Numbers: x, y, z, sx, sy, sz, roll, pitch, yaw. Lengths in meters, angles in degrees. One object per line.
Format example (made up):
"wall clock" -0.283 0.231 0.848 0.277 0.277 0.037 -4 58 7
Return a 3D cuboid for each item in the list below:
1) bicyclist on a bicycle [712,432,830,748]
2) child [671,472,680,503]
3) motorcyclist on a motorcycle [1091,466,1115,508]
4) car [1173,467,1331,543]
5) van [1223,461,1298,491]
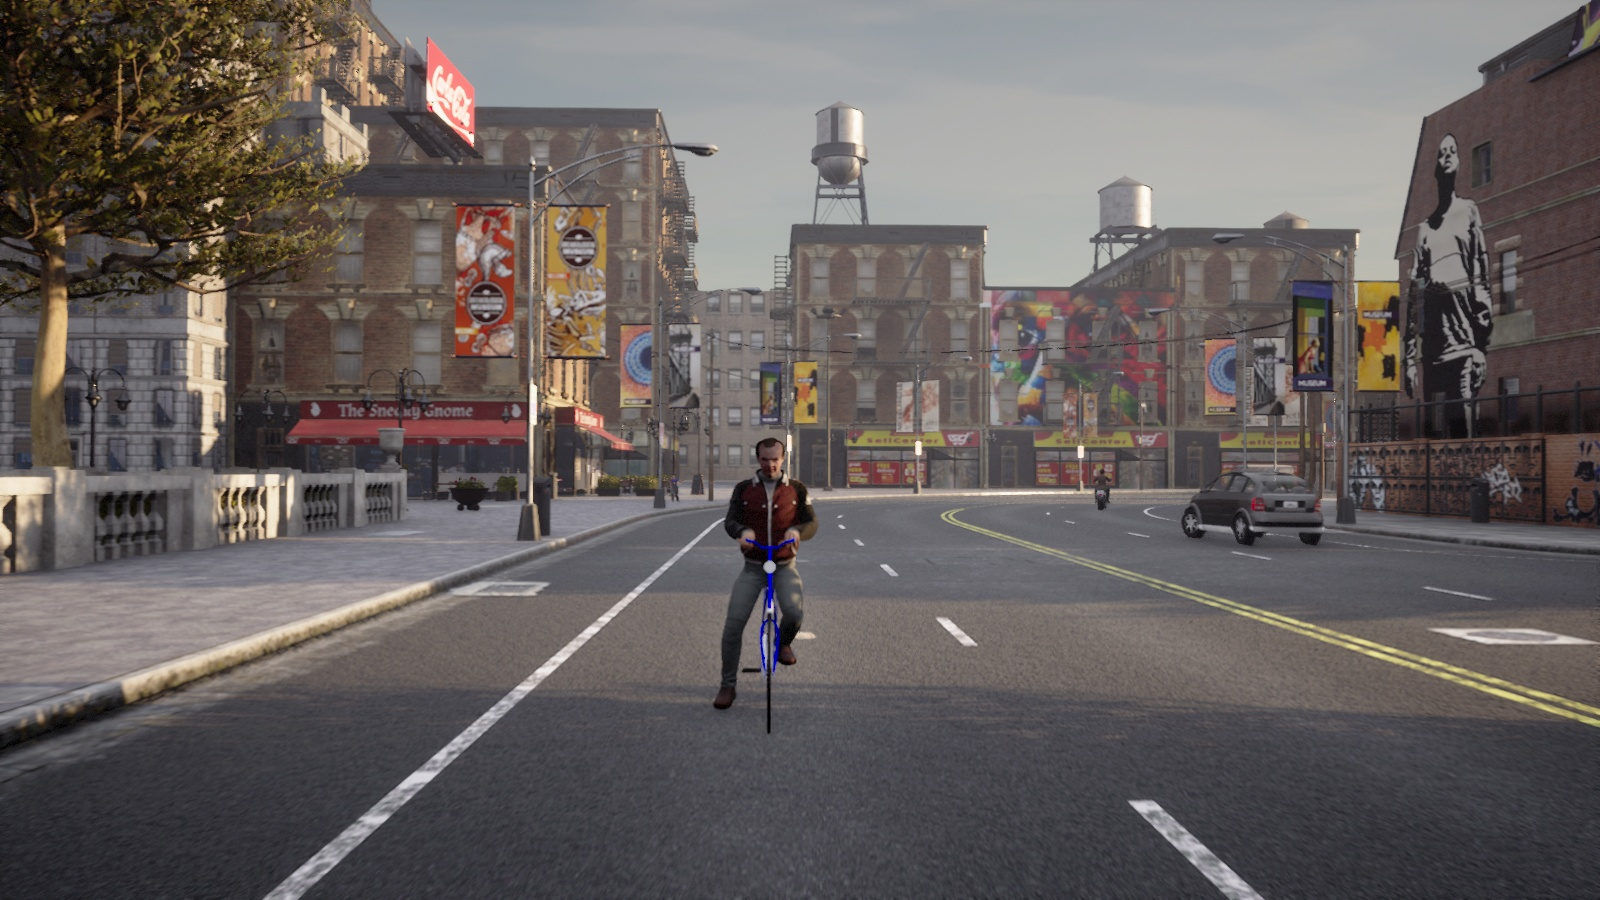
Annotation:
"bicyclist on a bicycle" -0.182 0.804 8.000 0.659 1.776 1.843 0 -1 -1
"child" -5.078 1.543 51.302 0.270 1.263 0.437 0 -1 6
"motorcyclist on a motorcycle" 12.125 1.473 50.243 0.766 1.649 2.350 0 -1 17
"car" 9.882 1.171 27.751 1.789 1.549 3.705 1 -1 -7
"van" 30.684 1.708 83.673 4.442 1.987 1.775 0 -1 -16
